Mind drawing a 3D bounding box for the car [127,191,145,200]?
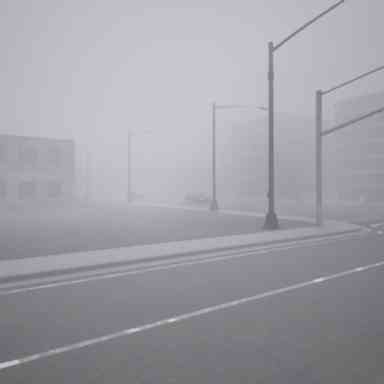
[{"bbox_3d":[-10.260,0.639,60.768,1.882,1.535,5.008,0,1,-34],"label":"car"}]

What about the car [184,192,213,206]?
[{"bbox_3d":[0.866,0.850,44.409,2.097,1.767,4.553,0,1,-34],"label":"car"}]
